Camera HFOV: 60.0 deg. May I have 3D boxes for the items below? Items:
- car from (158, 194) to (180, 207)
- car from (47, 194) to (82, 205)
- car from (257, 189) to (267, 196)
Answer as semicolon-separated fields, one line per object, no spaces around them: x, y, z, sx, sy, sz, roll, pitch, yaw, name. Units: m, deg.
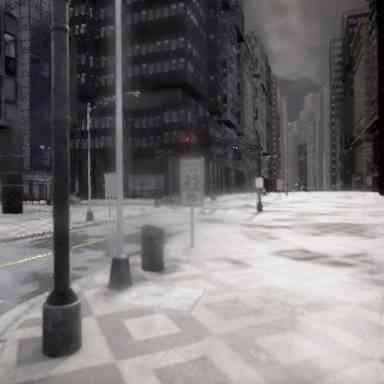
-2.287;0.950;38.445;4.181;1.385;1.994;-1;0;29;car
-16.831;0.987;43.880;4.902;1.511;2.128;0;0;20;car
15.917;0.063;75.773;1.882;1.535;5.008;-1;1;19;car
